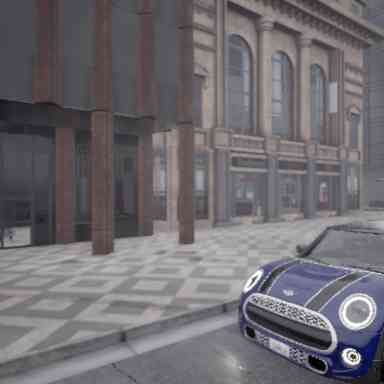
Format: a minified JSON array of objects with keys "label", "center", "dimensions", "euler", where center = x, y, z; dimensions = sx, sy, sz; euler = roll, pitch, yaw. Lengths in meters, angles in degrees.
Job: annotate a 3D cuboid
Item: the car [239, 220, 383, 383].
[{"label":"car","center":[2.900,1.308,5.429],"dimensions":[4.553,1.767,2.097],"euler":[-1,0,-36]}]
